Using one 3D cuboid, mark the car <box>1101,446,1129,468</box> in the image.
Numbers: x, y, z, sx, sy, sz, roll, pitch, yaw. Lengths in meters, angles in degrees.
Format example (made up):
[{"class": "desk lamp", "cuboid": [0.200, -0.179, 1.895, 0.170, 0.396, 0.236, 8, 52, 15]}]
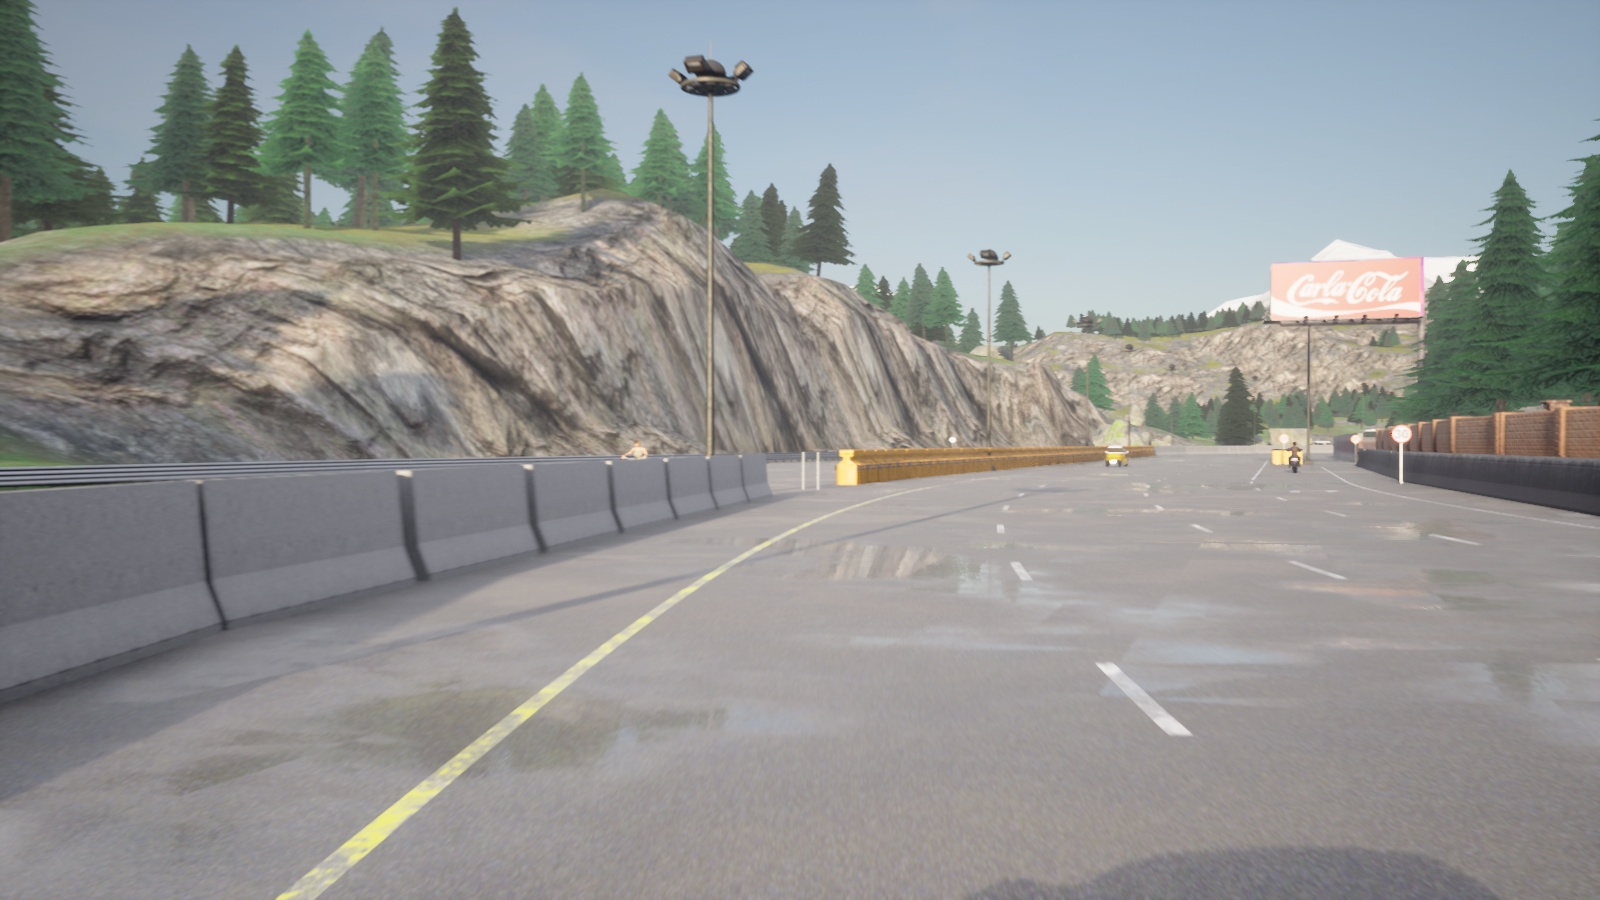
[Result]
[{"class": "car", "cuboid": [20.116, 0.420, 80.207, 1.481, 1.376, 2.207, 0, 1, 21]}]
